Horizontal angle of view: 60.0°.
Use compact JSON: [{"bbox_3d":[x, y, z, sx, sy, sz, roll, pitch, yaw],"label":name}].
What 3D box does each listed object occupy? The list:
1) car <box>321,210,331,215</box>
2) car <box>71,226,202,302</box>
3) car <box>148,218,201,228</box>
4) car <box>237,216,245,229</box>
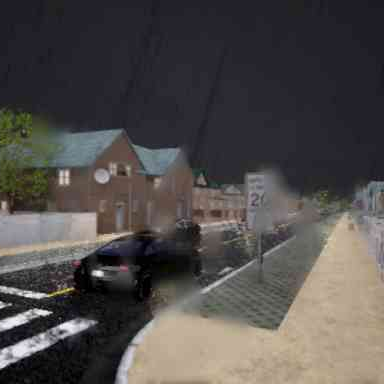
[{"bbox_3d":[33.823,5.216,84.727,2.033,1.411,5.357,0,-2,25],"label":"car"},{"bbox_3d":[-1.280,1.879,9.299,1.994,1.385,4.181,0,-2,25],"label":"car"},{"bbox_3d":[-1.118,2.046,16.401,2.128,1.511,4.902,0,-2,25],"label":"car"},{"bbox_3d":[5.736,2.707,31.088,1.812,1.442,4.674,0,-2,25],"label":"car"}]
